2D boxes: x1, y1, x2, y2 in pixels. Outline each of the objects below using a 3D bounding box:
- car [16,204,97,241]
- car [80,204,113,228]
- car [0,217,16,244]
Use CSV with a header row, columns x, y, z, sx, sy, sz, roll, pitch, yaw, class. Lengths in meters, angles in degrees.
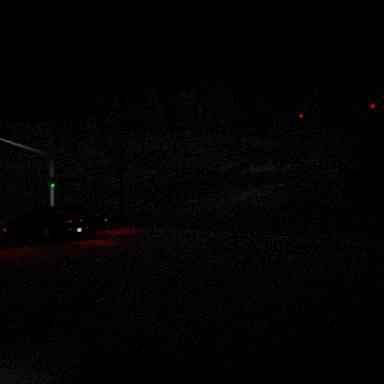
x,y,z,sx,sy,sz,roll,pitch,yaw,class
-7.317,1.512,16.624,4.892,1.490,1.837,0,0,30,car
-7.178,1.481,20.544,5.008,1.535,1.882,0,0,29,car
-9.891,1.617,14.093,4.718,1.301,1.895,0,0,29,car
